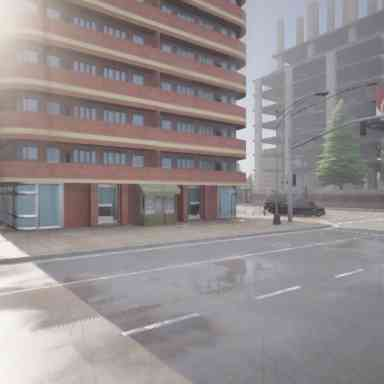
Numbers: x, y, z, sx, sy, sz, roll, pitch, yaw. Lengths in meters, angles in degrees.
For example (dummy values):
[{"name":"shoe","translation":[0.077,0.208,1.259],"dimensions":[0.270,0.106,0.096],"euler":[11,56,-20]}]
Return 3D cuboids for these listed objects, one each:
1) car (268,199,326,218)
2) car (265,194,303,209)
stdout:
[{"name":"car","translation":[9.561,1.601,30.030],"dimensions":[1.895,1.301,4.718],"euler":[0,0,-36]},{"name":"car","translation":[10.265,1.224,34.990],"dimensions":[2.150,2.045,5.566],"euler":[0,0,-36]}]
